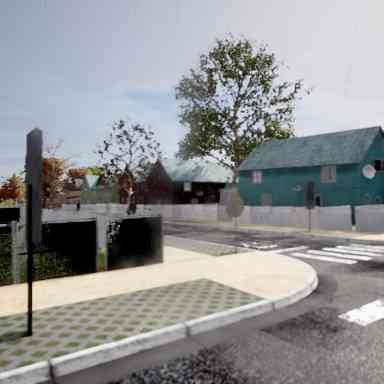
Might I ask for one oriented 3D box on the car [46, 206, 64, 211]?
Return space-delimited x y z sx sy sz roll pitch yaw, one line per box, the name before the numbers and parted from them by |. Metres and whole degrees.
car | -19.268 2.720 46.678 1.994 1.385 4.181 1 -2 -35
